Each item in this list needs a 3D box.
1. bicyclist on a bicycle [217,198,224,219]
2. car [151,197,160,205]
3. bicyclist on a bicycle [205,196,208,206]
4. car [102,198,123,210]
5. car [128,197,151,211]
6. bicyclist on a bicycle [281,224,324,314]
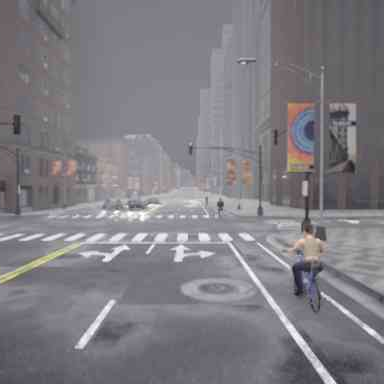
[{"bbox_3d":[2.238,1.323,26.063,0.659,1.776,1.843,-1,-1,0],"label":"bicyclist on a bicycle"},{"bbox_3d":[-6.550,1.506,57.600,2.033,1.411,5.357,0,0,1],"label":"car"},{"bbox_3d":[2.253,1.417,50.685,0.582,1.620,1.656,0,0,0],"label":"bicyclist on a bicycle"},{"bbox_3d":[-9.838,1.494,41.635,1.812,1.442,4.674,0,0,0],"label":"car"},{"bbox_3d":[-6.593,1.570,41.095,1.895,1.301,4.718,0,0,0],"label":"car"},{"bbox_3d":[2.271,1.427,6.630,0.866,1.612,1.509,0,0,0],"label":"bicyclist on a bicycle"}]
